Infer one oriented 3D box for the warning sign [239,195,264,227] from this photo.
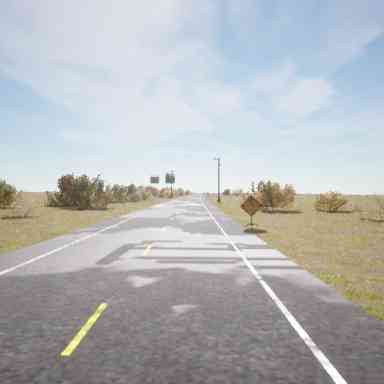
[{"bbox_3d":[3.572,1.123,20.032,1.300,1.860,1.060,-1,-1,0],"label":"warning sign"}]
